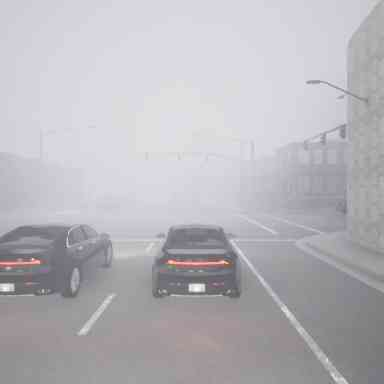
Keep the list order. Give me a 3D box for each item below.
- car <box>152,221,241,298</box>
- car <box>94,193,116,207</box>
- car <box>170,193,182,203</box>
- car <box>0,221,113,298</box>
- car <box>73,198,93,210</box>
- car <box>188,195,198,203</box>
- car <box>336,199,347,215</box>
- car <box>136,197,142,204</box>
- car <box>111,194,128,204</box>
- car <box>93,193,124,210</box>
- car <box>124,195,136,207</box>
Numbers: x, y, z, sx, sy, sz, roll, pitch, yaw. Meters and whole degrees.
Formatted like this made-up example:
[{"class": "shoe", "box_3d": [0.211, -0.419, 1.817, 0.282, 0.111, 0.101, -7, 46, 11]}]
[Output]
[{"class": "car", "box_3d": [0.105, 1.505, 8.509, 1.837, 1.490, 4.892, 0, 0, 0]}, {"class": "car", "box_3d": [-13.914, 1.221, 53.680, 2.150, 2.045, 5.566, 0, 0, 0]}, {"class": "car", "box_3d": [-3.288, 1.221, 68.287, 2.150, 2.045, 5.566, 0, 0, 0]}, {"class": "car", "box_3d": [-3.395, 1.505, 8.525, 1.837, 1.490, 4.892, 0, 0, 0]}, {"class": "car", "box_3d": [-13.954, 1.492, 43.350, 2.128, 1.511, 4.902, 0, 0, 0]}, {"class": "car", "box_3d": [0.212, 1.351, 68.220, 2.097, 1.767, 4.553, 0, 0, 0]}, {"class": "car", "box_3d": [14.906, 0.764, 27.550, 5.566, 2.045, 2.150, -5, 0, 0]}, {"class": "car", "box_3d": [-10.372, 1.563, 60.975, 1.994, 1.385, 4.181, 0, 0, 1]}, {"class": "car", "box_3d": [-13.843, 1.351, 63.846, 2.097, 1.767, 4.553, 0, 0, 1]}, {"class": "car", "box_3d": [-10.462, 1.351, 41.783, 2.097, 1.767, 4.553, 0, 0, 0]}, {"class": "car", "box_3d": [-10.429, 1.351, 51.068, 2.097, 1.767, 4.553, 0, 0, 0]}]
